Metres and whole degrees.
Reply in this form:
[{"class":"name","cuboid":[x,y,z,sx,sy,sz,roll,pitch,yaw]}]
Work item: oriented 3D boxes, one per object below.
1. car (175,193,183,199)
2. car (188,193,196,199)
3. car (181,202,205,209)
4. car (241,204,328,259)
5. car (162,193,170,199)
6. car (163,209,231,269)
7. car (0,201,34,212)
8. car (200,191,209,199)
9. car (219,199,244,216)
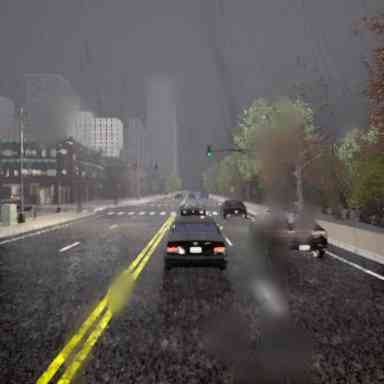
[{"class":"car","cuboid":[-3.282,1.049,83.507,1.882,1.535,5.008,0,0,0]},{"class":"car","cuboid":[-0.034,1.020,87.029,1.882,1.535,5.008,0,0,0]},{"class":"car","cuboid":[0.092,1.469,26.206,1.895,1.301,4.718,0,0,0]},{"class":"car","cuboid":[3.345,1.428,12.301,2.128,1.511,4.902,0,0,0]},{"class":"car","cuboid":[-6.532,1.049,83.506,1.882,1.535,5.008,0,0,0]},{"class":"car","cuboid":[0.096,1.492,10.879,2.033,1.411,5.357,0,0,0]},{"class":"car","cuboid":[-19.968,1.635,37.007,4.313,1.339,1.947,-1,1,0]},{"class":"car","cuboid":[3.217,0.769,86.644,2.150,2.045,5.566,0,0,0]},{"class":"car","cuboid":[3.342,1.338,27.562,1.882,1.535,5.008,0,0,0]}]
